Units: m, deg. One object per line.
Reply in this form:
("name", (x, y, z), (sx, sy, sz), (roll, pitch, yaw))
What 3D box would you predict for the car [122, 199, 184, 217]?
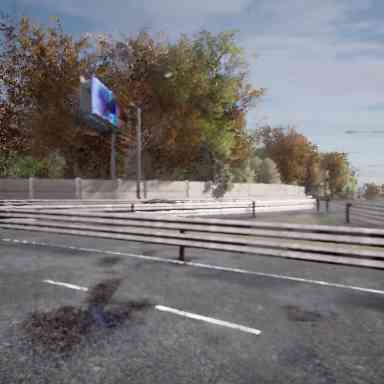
("car", (-3.034, 1.316, 25.994), (4.892, 1.490, 1.837), (-1, 1, -27))
